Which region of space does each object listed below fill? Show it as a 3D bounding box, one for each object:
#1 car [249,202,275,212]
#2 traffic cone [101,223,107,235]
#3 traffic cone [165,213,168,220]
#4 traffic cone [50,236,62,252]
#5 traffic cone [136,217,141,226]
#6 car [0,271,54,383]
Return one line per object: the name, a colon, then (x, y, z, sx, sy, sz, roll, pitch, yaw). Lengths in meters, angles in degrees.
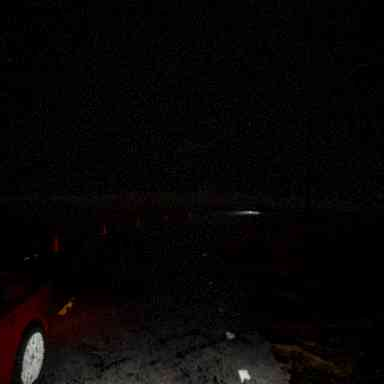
car: (9.522, 1.998, 45.344, 1.994, 1.385, 4.181, 1, -1, 43)
traffic cone: (-4.726, 1.998, 18.012, 0.340, 0.580, 0.340, 0, 0, 8)
traffic cone: (-2.193, 2.086, 28.228, 0.340, 0.580, 0.340, 0, -1, 20)
traffic cone: (-5.217, 1.972, 12.766, 0.340, 0.580, 0.340, 0, 0, 2)
traffic cone: (-3.715, 2.036, 23.183, 0.340, 0.580, 0.340, 0, 0, 14)
car: (-2.736, 1.474, 2.367, 1.882, 1.535, 5.008, 0, 0, -1)
